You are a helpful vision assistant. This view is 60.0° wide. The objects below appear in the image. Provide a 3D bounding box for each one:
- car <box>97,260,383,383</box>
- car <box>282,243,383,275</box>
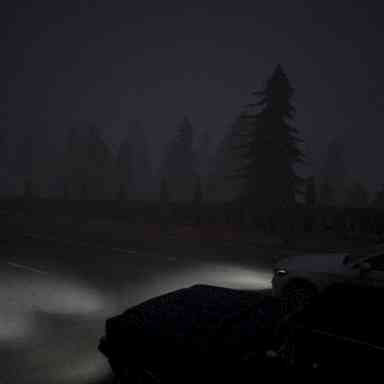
[{"bbox_3d":[1.302,1.593,3.062,4.718,1.301,1.895,1,1,35],"label":"car"},{"bbox_3d":[3.695,1.524,5.655,4.674,1.442,1.812,1,0,35],"label":"car"}]
